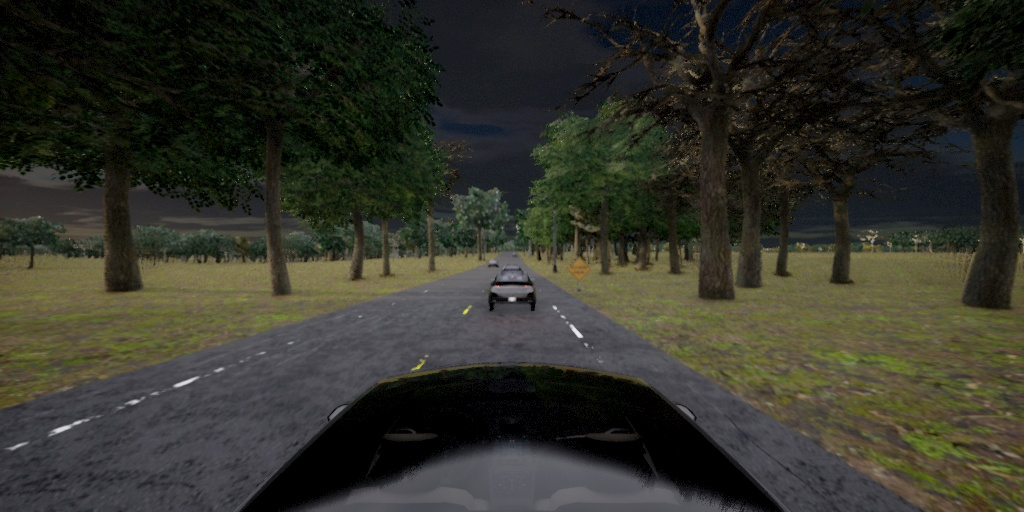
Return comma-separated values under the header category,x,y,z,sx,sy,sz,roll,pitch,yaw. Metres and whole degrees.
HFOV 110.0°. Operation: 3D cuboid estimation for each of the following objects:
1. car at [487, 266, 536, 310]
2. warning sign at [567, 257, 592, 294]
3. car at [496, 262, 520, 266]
category,x,y,z,sx,sy,sz,roll,pitch,yaw
car,0.021,1.356,15.340,2.128,1.511,4.902,0,0,0
warning sign,3.555,1.001,19.044,1.300,1.860,1.060,0,0,0
car,0.025,1.424,30.330,2.128,1.511,4.902,0,0,0
